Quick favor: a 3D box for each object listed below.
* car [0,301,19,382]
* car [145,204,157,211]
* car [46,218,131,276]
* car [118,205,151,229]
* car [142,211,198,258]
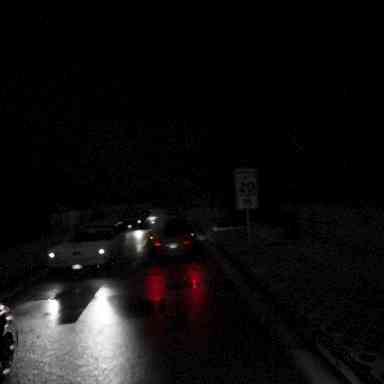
[{"bbox_3d":[-3.084,1.778,2.819,1.994,1.385,4.181,-4,0,-11],"label":"car"},{"bbox_3d":[-5.453,2.253,41.588,1.882,1.535,5.008,-4,-1,0],"label":"car"},{"bbox_3d":[-3.551,1.922,11.965,1.895,1.301,4.718,-4,0,-4],"label":"car"},{"bbox_3d":[-4.587,2.071,26.060,2.033,1.411,5.357,-4,-1,-4],"label":"car"},{"bbox_3d":[-0.827,1.686,13.594,1.812,1.442,4.674,-4,-1,-4],"label":"car"}]
